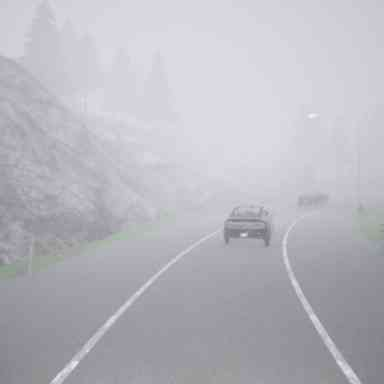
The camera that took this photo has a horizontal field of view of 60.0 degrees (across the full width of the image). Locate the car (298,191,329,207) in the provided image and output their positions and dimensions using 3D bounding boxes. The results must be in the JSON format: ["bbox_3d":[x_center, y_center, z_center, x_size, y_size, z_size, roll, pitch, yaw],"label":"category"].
[{"bbox_3d":[11.971,0.597,32.645,1.882,1.535,5.008,-2,2,37],"label":"car"}]

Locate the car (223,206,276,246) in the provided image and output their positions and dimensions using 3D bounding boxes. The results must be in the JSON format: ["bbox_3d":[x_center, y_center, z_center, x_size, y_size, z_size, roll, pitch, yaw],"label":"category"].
[{"bbox_3d":[2.639,1.349,14.822,2.128,1.511,4.902,-1,1,17],"label":"car"}]
